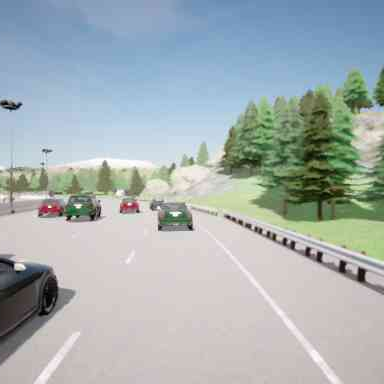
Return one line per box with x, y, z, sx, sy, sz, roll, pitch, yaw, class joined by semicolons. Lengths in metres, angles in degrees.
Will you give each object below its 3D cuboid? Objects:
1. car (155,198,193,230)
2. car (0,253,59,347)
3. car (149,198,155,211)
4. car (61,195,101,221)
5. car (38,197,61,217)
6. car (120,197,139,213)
-1.176;1.355;21.435;2.097;1.767;4.553;0;0;-6;car
-3.565;1.571;4.851;1.994;1.385;4.181;0;0;-1;car
-4.338;1.501;41.897;2.128;1.511;4.902;0;0;-11;car
-8.987;1.240;27.864;2.150;2.045;5.566;0;0;-8;car
-13.218;1.379;32.168;2.097;1.767;4.553;0;0;-9;car
-7.107;1.367;37.809;2.097;1.767;4.553;0;0;-10;car
